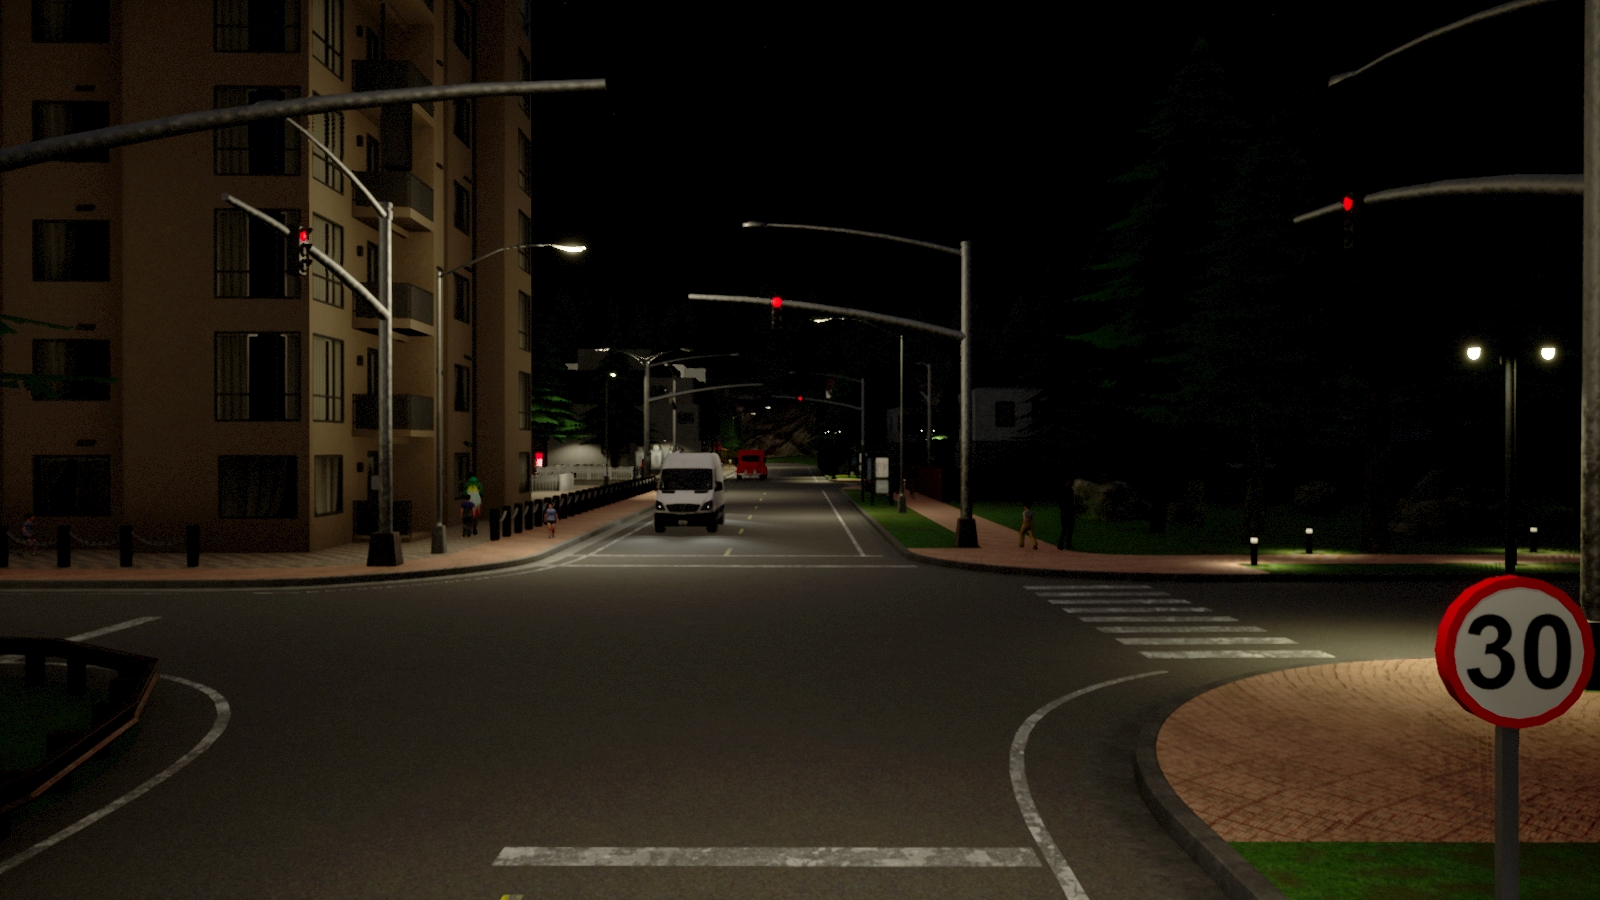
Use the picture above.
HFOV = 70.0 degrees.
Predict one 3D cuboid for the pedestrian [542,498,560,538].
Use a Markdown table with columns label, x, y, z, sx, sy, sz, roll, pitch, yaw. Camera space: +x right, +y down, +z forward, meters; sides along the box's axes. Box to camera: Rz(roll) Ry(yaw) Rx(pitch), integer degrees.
| label | x | y | z | sx | sy | sz | roll | pitch | yaw |
| --- | --- | --- | --- | --- | --- | --- | --- | --- | --- |
| pedestrian | -7.099 | 1.932 | 32.562 | 0.500 | 1.100 | 0.500 | 0 | 0 | -10 |

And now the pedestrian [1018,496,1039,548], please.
| label | x | y | z | sx | sy | sz | roll | pitch | yaw |
| --- | --- | --- | --- | --- | --- | --- | --- | --- | --- |
| pedestrian | 5.847 | 1.844 | 29.214 | 0.375 | 1.300 | 0.375 | 0 | 0 | -24 |

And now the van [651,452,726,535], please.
| label | x | y | z | sx | sy | sz | roll | pitch | yaw |
| --- | --- | --- | --- | --- | --- | --- | --- | --- | --- |
| van | -3.672 | 1.369 | 38.656 | 1.988 | 2.561 | 5.915 | 0 | 0 | 0 |

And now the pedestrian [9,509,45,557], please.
| label | x | y | z | sx | sy | sz | roll | pitch | yaw |
| --- | --- | --- | --- | --- | --- | --- | --- | --- | --- |
| pedestrian | -18.271 | 1.952 | 27.003 | 0.500 | 1.100 | 0.500 | 0 | 0 | 1 |

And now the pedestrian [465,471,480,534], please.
| label | x | y | z | sx | sy | sz | roll | pitch | yaw |
| --- | --- | --- | --- | --- | --- | --- | --- | --- | --- |
| pedestrian | -9.687 | 1.548 | 33.795 | 0.375 | 1.860 | 0.375 | 0 | 0 | -9 |

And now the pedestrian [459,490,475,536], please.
| label | x | y | z | sx | sy | sz | roll | pitch | yaw |
| --- | --- | --- | --- | --- | --- | --- | --- | --- | --- |
| pedestrian | -9.657 | 1.830 | 33.117 | 0.375 | 1.300 | 0.375 | 0 | 0 | -6 |

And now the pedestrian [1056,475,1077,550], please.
| label | x | y | z | sx | sy | sz | roll | pitch | yaw |
| --- | --- | --- | --- | --- | --- | --- | --- | --- | --- |
| pedestrian | 6.717 | 1.564 | 28.803 | 0.375 | 1.860 | 0.375 | 0 | 0 | -32 |
